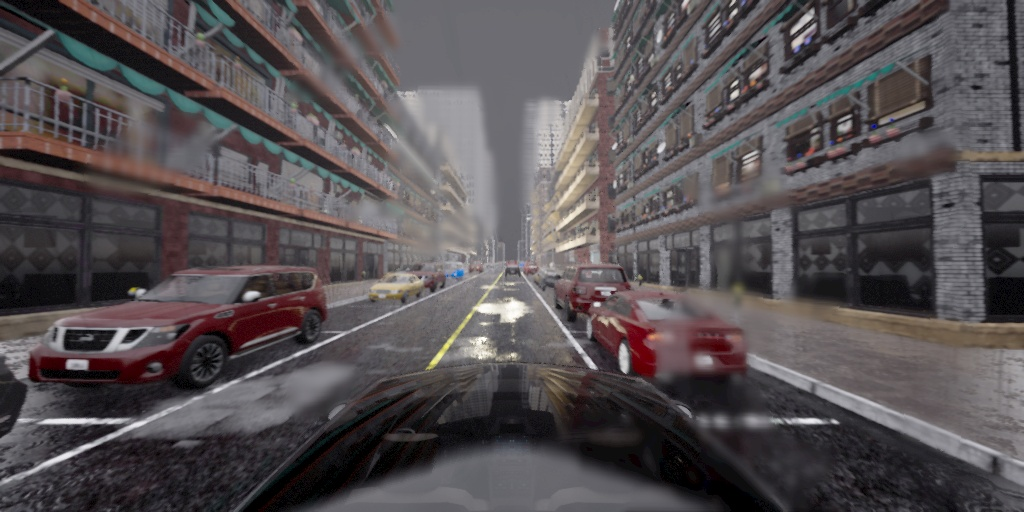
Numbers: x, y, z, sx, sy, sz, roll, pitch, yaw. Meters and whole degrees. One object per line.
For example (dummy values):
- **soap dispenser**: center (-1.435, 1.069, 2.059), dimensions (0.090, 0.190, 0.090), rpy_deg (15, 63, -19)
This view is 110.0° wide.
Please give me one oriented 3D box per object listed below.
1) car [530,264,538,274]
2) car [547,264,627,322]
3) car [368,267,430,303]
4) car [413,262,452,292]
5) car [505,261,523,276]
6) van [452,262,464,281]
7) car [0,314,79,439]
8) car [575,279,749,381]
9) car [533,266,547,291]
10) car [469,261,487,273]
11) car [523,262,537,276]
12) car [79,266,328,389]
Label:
- **car**: center (2.690, 1.607, 29.576), dimensions (1.751, 1.417, 4.829), rpy_deg (0, 0, 0)
- **car**: center (2.691, 1.197, 12.785), dimensions (2.192, 1.841, 5.009), rpy_deg (0, 0, 0)
- **car**: center (-5.691, 1.475, 18.103), dimensions (1.751, 1.417, 4.829), rpy_deg (0, 0, 0)
- **car**: center (-5.692, 1.330, 23.813), dimensions (2.192, 1.841, 5.009), rpy_deg (0, 0, 0)
- **car**: center (0.097, 1.751, 45.461), dimensions (1.882, 1.535, 5.008), rpy_deg (0, -1, 0)
- **van**: center (-5.692, 1.489, 34.893), dimensions (1.690, 1.789, 3.998), rpy_deg (0, 0, 0)
- **car**: center (-5.690, 1.300, 1.652), dimensions (2.007, 1.370, 4.403), rpy_deg (0, 0, 0)
- **car**: center (2.691, 1.362, 7.246), dimensions (1.888, 1.381, 4.507), rpy_deg (0, 0, 0)
- **car**: center (2.690, 1.566, 23.866), dimensions (2.007, 1.370, 4.403), rpy_deg (0, 0, 0)
- **car**: center (-5.694, 1.725, 57.053), dimensions (2.192, 1.841, 5.009), rpy_deg (0, 0, 0)
- **car**: center (2.689, 1.825, 46.026), dimensions (1.888, 1.381, 4.507), rpy_deg (0, 0, 0)
- **car**: center (-5.691, 1.131, 7.192), dimensions (2.192, 1.841, 5.009), rpy_deg (0, 0, 0)
